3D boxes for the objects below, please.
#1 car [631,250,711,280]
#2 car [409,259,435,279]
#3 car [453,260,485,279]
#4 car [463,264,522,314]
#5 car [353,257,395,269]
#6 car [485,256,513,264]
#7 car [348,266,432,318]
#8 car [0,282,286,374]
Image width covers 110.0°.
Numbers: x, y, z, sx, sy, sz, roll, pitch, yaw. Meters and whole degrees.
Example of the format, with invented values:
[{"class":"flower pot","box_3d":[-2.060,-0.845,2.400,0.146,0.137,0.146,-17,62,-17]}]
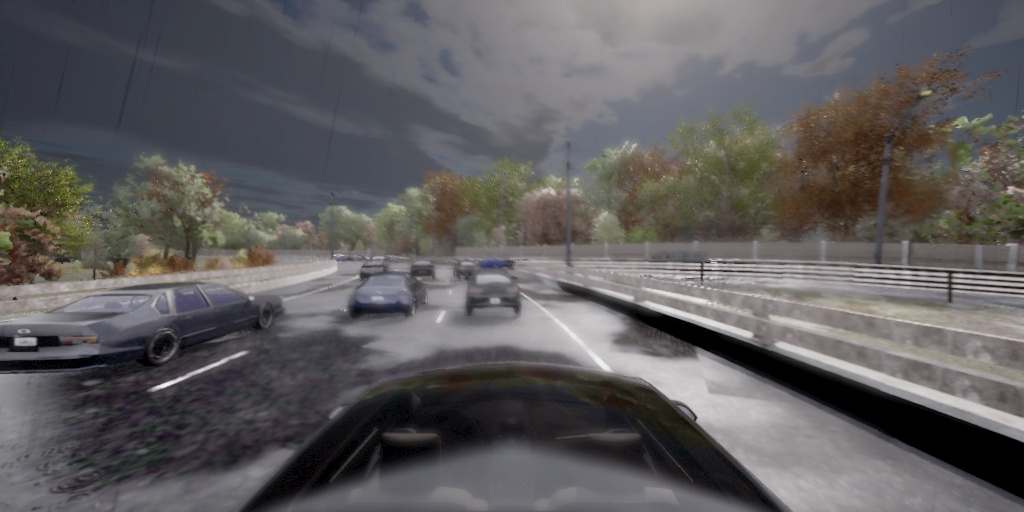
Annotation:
[{"class":"car","box_3d":[12.224,0.583,27.801,5.566,2.045,2.150,0,0,35]},{"class":"car","box_3d":[-7.397,1.023,29.602,1.882,1.535,5.008,0,0,-15]},{"class":"car","box_3d":[-3.747,1.059,29.467,1.812,1.442,4.674,0,0,-15]},{"class":"car","box_3d":[-0.753,1.183,13.150,1.812,1.442,4.674,0,0,-6]},{"class":"car","box_3d":[-10.516,1.064,27.729,2.128,1.511,4.902,0,0,-15]},{"class":"car","box_3d":[-2.074,0.803,40.271,5.008,1.535,1.882,0,1,45]},{"class":"car","box_3d":[-4.223,1.238,12.751,1.994,1.385,4.181,0,0,-6]},{"class":"car","box_3d":[-7.249,1.275,7.739,2.033,1.411,5.357,0,1,-4]}]
